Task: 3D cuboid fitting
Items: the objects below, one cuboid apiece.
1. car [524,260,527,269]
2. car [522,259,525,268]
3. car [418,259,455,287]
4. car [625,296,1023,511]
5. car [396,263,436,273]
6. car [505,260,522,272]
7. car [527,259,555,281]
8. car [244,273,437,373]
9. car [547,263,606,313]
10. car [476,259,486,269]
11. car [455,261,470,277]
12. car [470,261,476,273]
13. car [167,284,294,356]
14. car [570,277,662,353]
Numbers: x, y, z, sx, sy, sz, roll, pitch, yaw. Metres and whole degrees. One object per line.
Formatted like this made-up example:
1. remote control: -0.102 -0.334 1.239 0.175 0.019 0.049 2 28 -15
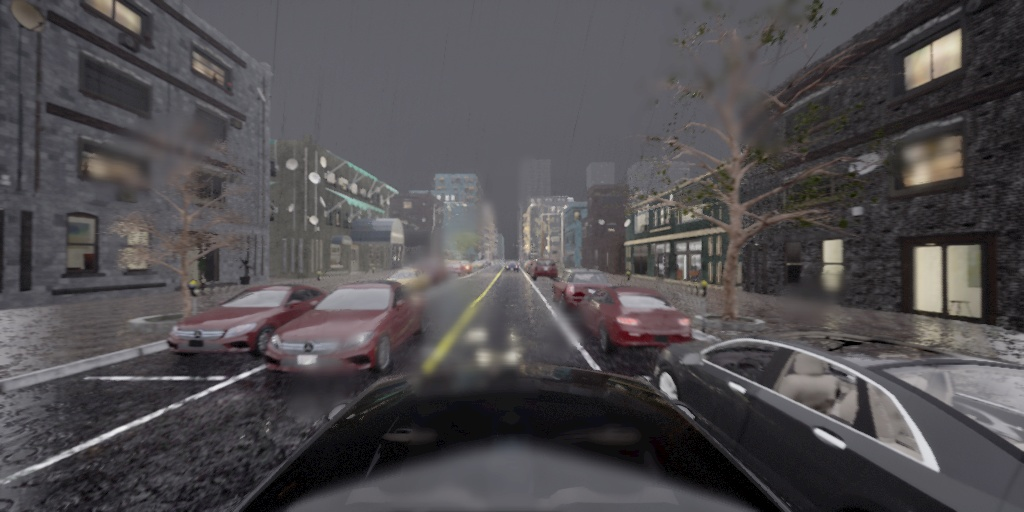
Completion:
1. car: 2.690 1.405 41.751 1.948 1.339 4.313 0 0 0
2. car: 2.697 1.397 46.978 1.888 1.381 4.507 0 0 0
3. car: -5.690 1.115 25.154 2.192 1.841 5.009 0 0 0
4. car: 2.692 1.303 3.020 2.007 1.370 4.403 0 0 0
5. car: -5.690 1.313 19.450 1.751 1.417 4.829 0 0 0
6. car: -0.001 1.458 49.071 1.895 1.301 4.718 0 0 0
7. car: 2.691 1.128 30.685 2.192 1.841 5.009 0 0 0
8. car: -3.094 1.290 7.758 1.812 1.442 4.674 0 1 0
9. car: 2.691 1.216 14.086 1.967 1.591 4.097 0 0 0
10. car: -5.760 1.410 59.826 1.751 1.417 4.829 0 0 0
11. car: -5.690 1.408 36.219 1.802 1.307 4.207 0 0 0
12. car: -5.690 1.279 41.752 1.967 1.591 4.097 0 0 0
13. car: -5.689 1.346 8.555 1.802 1.307 4.207 0 0 0
14. car: 2.691 1.346 8.553 1.802 1.307 4.207 0 0 0
